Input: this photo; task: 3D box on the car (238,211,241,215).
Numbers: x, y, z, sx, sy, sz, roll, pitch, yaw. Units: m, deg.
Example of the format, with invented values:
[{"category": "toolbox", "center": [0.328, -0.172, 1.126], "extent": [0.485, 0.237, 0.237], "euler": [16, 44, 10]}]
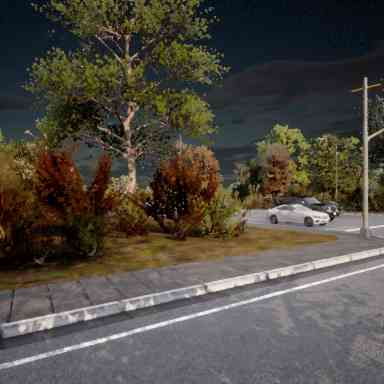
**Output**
[{"category": "car", "center": [2.854, 1.589, 34.535], "extent": [2.097, 1.767, 4.553], "euler": [0, -1, -42]}]

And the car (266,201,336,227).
[{"category": "car", "center": [7.401, 1.600, 23.669], "extent": [1.812, 1.442, 4.674], "euler": [0, -1, -38]}]

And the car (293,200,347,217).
[{"category": "car", "center": [12.896, 1.632, 33.880], "extent": [1.837, 1.490, 4.892], "euler": [0, 0, -39]}]

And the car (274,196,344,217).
[{"category": "car", "center": [9.084, 1.316, 27.263], "extent": [2.150, 2.045, 5.566], "euler": [0, -1, -37]}]
